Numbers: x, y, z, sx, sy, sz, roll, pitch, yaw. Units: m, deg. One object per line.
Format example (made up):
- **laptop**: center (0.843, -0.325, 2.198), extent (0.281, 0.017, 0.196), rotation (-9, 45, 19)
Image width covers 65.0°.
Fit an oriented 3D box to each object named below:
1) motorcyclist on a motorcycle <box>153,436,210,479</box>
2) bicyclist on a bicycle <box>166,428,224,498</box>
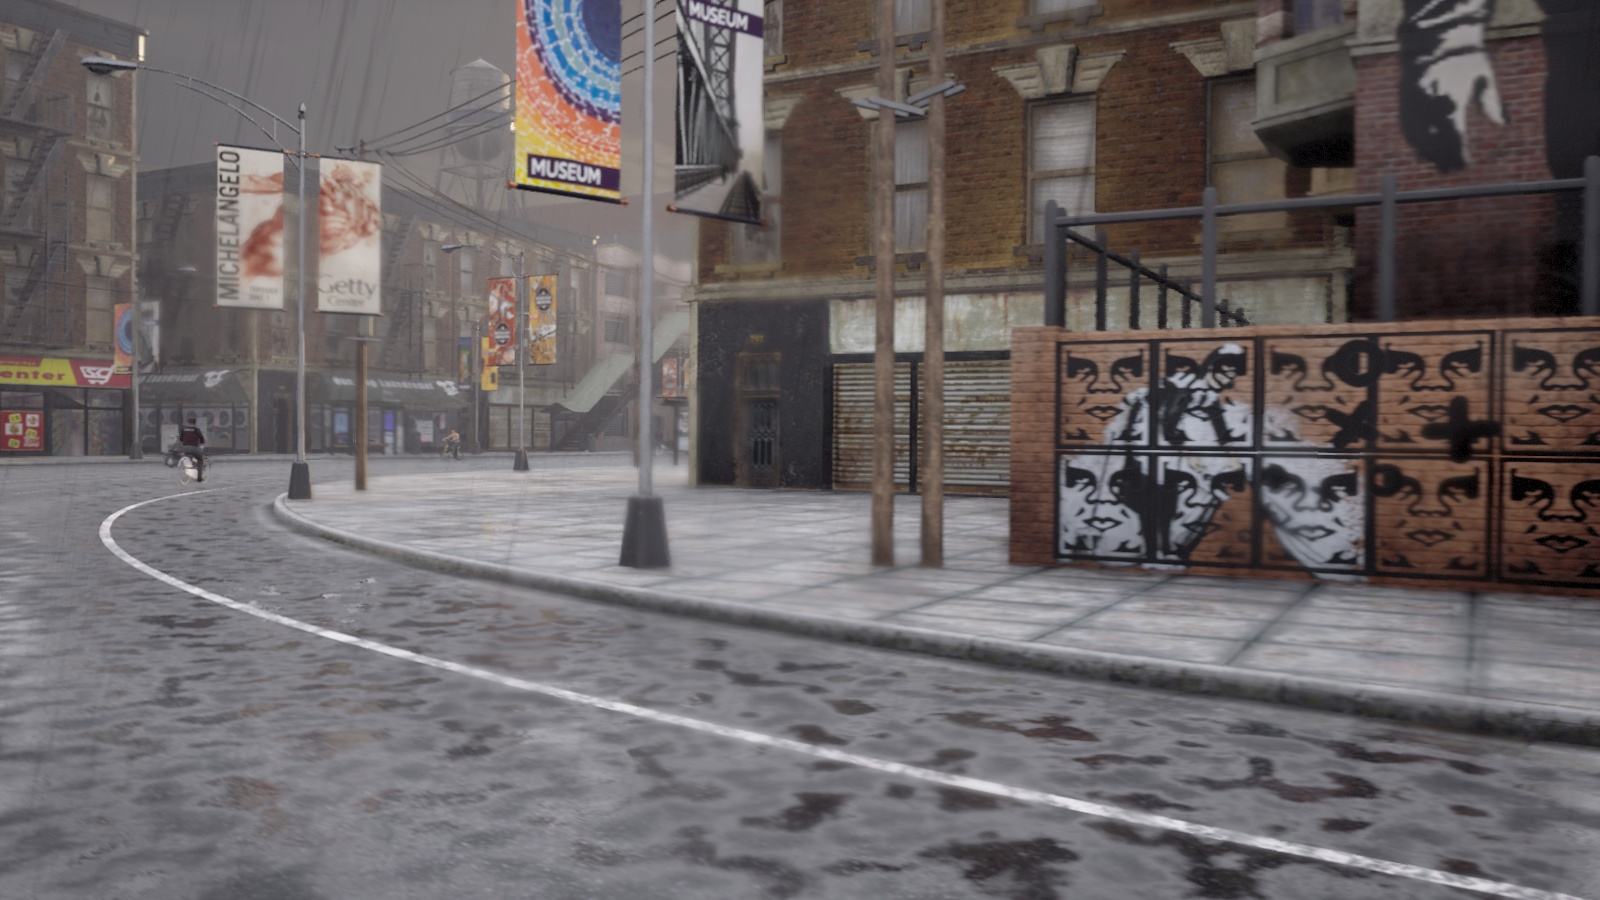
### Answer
- **motorcyclist on a motorcycle**: center (-23.626, 0.265, 47.998), extent (0.866, 1.590, 1.817), rotation (0, 1, 21)
- **bicyclist on a bicycle**: center (-15.765, 0.312, 32.782), extent (0.659, 1.776, 1.843), rotation (0, 1, -2)
